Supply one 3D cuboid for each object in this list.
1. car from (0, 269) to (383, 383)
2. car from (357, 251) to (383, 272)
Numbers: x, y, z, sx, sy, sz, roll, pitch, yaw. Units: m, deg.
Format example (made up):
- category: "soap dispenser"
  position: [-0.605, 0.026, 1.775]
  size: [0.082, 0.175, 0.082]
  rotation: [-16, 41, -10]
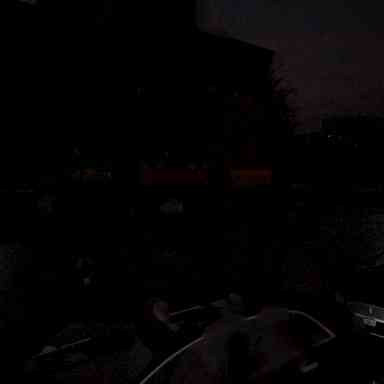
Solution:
- category: "car"
  position: [-0.225, 1.550, 2.674]
  size: [4.403, 1.369, 2.008]
  rotation: [0, -2, -35]
- category: "car"
  position: [4.214, 1.549, 5.835]
  size: [4.403, 1.369, 2.008]
  rotation: [0, -2, -35]
